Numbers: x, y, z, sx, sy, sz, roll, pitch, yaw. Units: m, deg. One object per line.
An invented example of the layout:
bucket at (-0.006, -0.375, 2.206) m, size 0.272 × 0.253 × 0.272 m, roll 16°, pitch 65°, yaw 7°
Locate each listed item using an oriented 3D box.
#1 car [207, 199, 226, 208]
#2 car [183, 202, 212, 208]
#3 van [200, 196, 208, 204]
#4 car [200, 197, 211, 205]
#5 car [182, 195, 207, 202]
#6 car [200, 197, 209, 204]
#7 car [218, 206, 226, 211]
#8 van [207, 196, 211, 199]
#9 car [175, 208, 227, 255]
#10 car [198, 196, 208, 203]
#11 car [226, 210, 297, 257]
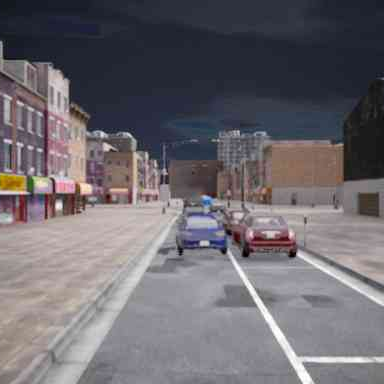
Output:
car at (2.699, 1.745, 35.827) m, size 2.008 × 1.369 × 4.403 m, roll 0°, pitch 0°, yaw 0°
car at (0.129, 1.669, 24.245) m, size 2.033 × 1.411 × 5.357 m, roll 0°, pitch 0°, yaw 1°
van at (2.777, 1.847, 79.257) m, size 1.690 × 1.788 × 3.998 m, roll 0°, pitch 0°, yaw 0°
car at (2.758, 1.864, 68.305) m, size 1.967 × 1.590 × 4.097 m, roll 0°, pitch 0°, yaw 0°
car at (0.135, 1.412, 35.318) m, size 2.150 × 2.045 × 5.566 m, roll 0°, pitch 0°, yaw 1°
car at (2.767, 1.904, 73.780) m, size 1.967 × 1.590 × 4.097 m, roll 0°, pitch 0°, yaw 0°
car at (2.670, 1.673, 18.790) m, size 1.802 × 1.307 × 4.206 m, roll 0°, pitch 0°, yaw 0°
van at (2.747, 1.724, 62.831) m, size 1.690 × 1.788 × 3.998 m, roll 0°, pitch 0°, yaw 0°
car at (0.289, 1.591, 13.615) m, size 1.812 × 1.442 × 4.674 m, roll 0°, pitch 0°, yaw -3°
car at (2.785, 1.863, 84.730) m, size 2.192 × 1.841 × 5.009 m, roll 0°, pitch -1°, yaw 0°
car at (2.660, 1.503, 13.111) m, size 1.967 × 1.590 × 4.097 m, roll 0°, pitch 0°, yaw 0°
